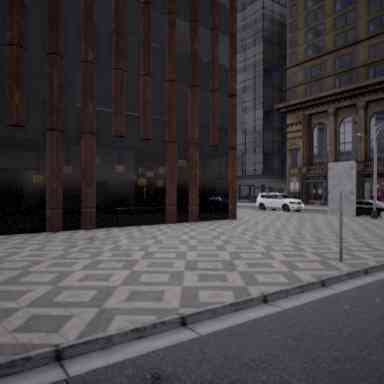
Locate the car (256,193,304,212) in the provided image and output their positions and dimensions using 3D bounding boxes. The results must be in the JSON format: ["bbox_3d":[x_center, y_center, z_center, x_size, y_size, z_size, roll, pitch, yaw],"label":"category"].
[{"bbox_3d":[9.585,1.140,36.753,2.150,2.045,5.566,0,0,-36],"label":"car"}]

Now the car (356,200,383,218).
[{"bbox_3d":[15.359,1.451,28.634,1.837,1.490,4.892,0,0,-37],"label":"car"}]
